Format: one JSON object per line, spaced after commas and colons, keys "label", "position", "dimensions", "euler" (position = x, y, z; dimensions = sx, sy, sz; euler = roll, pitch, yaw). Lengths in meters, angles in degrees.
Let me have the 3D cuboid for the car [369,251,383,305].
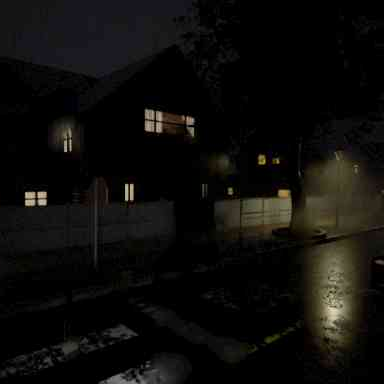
{"label": "car", "position": [5.299, 1.427, 6.750], "dimensions": [4.902, 1.511, 2.128], "euler": [0, 2, -42]}
